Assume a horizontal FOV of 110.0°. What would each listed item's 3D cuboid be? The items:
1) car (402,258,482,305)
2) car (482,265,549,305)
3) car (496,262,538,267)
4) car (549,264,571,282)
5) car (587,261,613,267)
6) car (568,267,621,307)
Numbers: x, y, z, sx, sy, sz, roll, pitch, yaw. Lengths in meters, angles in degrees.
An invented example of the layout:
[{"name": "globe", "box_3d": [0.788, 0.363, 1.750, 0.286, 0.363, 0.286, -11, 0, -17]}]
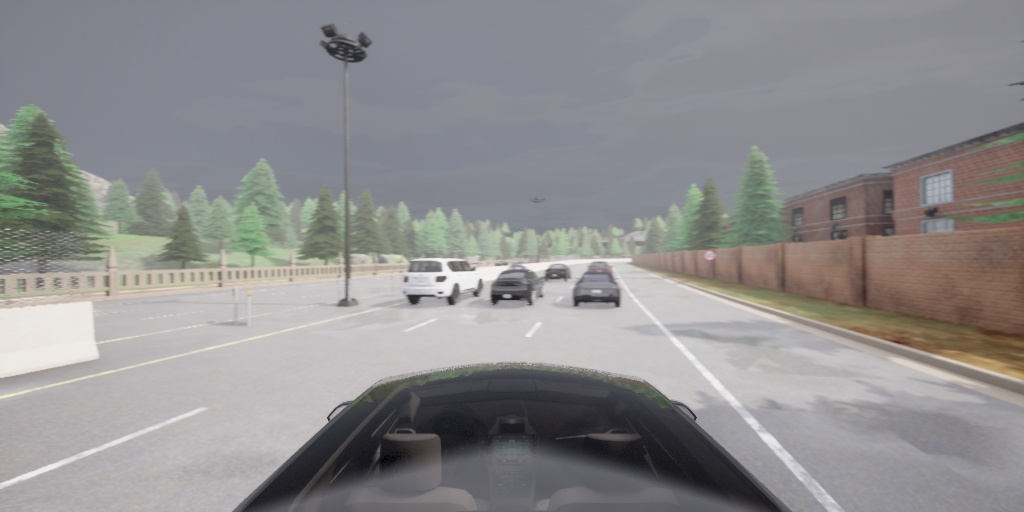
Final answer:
[{"name": "car", "box_3d": [-3.118, 1.122, 17.305, 2.150, 2.045, 5.566, -1, 0, 13]}, {"name": "car", "box_3d": [0.365, 1.364, 16.783, 1.837, 1.490, 4.892, -1, 0, 13]}, {"name": "car", "box_3d": [0.552, 1.512, 31.664, 2.033, 1.411, 5.357, -1, 0, 15]}, {"name": "car", "box_3d": [4.063, 1.393, 31.240, 1.882, 1.535, 5.008, -1, 0, 15]}, {"name": "car", "box_3d": [7.341, 1.214, 29.963, 2.097, 1.767, 4.553, -1, -1, 15]}, {"name": "car", "box_3d": [3.776, 1.371, 15.990, 1.994, 1.385, 4.181, -1, 0, 14]}]
